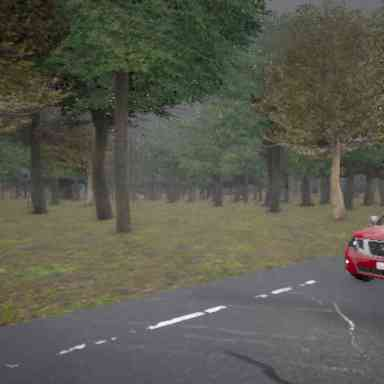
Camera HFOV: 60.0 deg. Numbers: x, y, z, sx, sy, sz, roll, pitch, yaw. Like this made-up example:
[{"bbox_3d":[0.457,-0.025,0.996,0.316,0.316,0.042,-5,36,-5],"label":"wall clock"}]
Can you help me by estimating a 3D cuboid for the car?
[{"bbox_3d":[6.271,1.219,8.661,5.566,2.045,2.150,0,0,-36],"label":"car"}]
